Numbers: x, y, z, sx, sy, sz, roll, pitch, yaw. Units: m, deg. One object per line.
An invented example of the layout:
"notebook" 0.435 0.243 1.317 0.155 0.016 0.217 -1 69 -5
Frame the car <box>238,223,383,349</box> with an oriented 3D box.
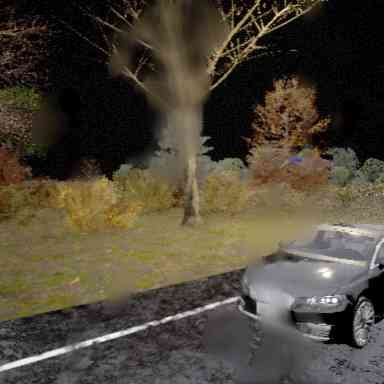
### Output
"car" 2.920 1.379 6.200 4.902 1.511 2.128 0 2 -40
